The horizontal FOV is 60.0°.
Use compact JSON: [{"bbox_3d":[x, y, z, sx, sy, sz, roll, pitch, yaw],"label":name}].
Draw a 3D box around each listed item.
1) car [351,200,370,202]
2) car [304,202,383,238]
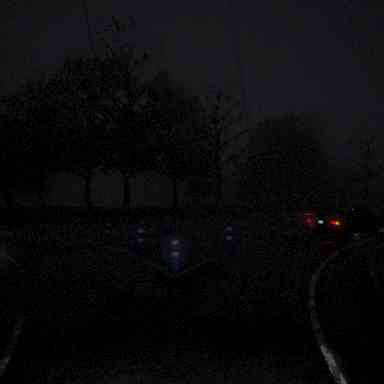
[{"bbox_3d":[16.880,1.621,33.617,4.892,1.490,1.837,2,-1,-39],"label":"car"},{"bbox_3d":[7.895,1.441,17.080,5.357,1.411,2.033,0,0,-40],"label":"car"}]
